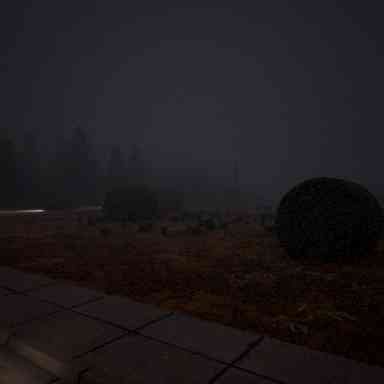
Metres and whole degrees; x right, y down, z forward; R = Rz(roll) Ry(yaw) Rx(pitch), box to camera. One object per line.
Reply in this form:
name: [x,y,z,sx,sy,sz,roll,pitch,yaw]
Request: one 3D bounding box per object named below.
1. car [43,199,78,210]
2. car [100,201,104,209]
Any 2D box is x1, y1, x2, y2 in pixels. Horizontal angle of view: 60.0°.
car: [-16.700,1.554,42.286,1.994,1.385,4.181,0,0,37]
car: [-10.197,1.516,44.823,1.812,1.442,4.674,0,0,37]
